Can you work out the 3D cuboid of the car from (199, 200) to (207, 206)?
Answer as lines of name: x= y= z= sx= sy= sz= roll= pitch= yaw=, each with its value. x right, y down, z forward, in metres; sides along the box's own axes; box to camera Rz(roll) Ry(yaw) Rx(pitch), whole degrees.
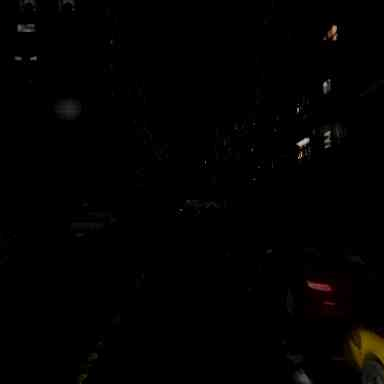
car: x=2.558 y=2.584 z=79.054 sx=1.887 sy=1.381 sz=4.507 roll=1 pitch=-1 yaw=0

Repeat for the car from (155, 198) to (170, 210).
car: x=-5.314 y=2.242 z=56.823 sx=1.752 sy=1.417 sz=4.829 roll=2 pitch=-1 yaw=0

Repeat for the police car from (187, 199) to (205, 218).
police car: x=0.697 y=1.853 z=35.587 sx=1.930 sy=1.638 sz=5.238 roll=0 pitch=-1 yaw=0

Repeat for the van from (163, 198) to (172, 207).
van: x=-5.315 y=2.297 z=73.584 sx=1.690 sy=1.788 sz=3.998 roll=2 pitch=-1 yaw=0

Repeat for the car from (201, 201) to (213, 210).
car: x=2.565 y=2.263 z=56.932 sx=1.887 sy=1.381 sz=4.507 roll=1 pitch=-1 yaw=0

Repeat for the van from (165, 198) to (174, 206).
van: x=-5.318 y=2.381 z=79.115 sx=1.690 sy=1.788 sz=3.998 roll=1 pitch=-1 yaw=0

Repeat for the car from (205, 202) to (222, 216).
car: x=2.571 y=2.018 z=40.514 sx=1.752 sy=1.417 sz=4.829 roll=1 pitch=-1 yaw=0

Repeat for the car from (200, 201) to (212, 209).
car: x=2.563 y=2.346 z=62.463 sx=2.008 sy=1.369 sz=4.403 roll=1 pitch=-1 yaw=0

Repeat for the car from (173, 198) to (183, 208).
car: x=-2.796 y=2.329 z=64.663 sx=1.837 sy=1.490 sz=4.892 roll=0 pitch=-1 yaw=1

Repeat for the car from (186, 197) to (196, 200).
car: x=-0.024 y=2.052 z=71.232 sx=2.150 sy=2.045 sz=5.566 roll=0 pitch=-1 yaw=0

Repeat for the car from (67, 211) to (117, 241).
car: x=-5.300 y=1.735 z=18.119 sx=1.752 sy=1.417 sz=4.829 roll=2 pitch=-1 yaw=0

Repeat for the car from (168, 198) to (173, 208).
car: x=-5.311 y=2.111 z=62.527 sx=2.192 sy=1.841 sz=5.009 roll=2 pitch=-1 yaw=0

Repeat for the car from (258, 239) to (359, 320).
car: x=2.582 y=1.664 z=7.164 sx=1.802 sy=1.307 sz=4.206 roll=1 pitch=-1 yaw=0

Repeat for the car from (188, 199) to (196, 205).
car: x=-0.029 y=2.533 z=86.202 sx=1.882 sy=1.535 sz=5.008 roll=0 pitch=-1 yaw=0

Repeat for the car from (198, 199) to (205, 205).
car: x=2.563 y=2.651 z=90.116 sx=1.967 sy=1.590 sz=4.097 roll=1 pitch=-1 yaw=0

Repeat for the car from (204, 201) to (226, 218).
car: x=2.573 y=1.963 z=34.812 sx=1.887 sy=1.381 sz=4.507 roll=1 pitch=-1 yaw=0

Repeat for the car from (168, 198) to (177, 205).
car: x=-5.321 y=2.527 z=90.175 sx=2.192 sy=1.841 sz=5.009 roll=1 pitch=-1 yaw=0

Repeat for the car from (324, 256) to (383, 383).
car: x=2.585 y=1.547 z=1.805 sx=1.752 sy=1.417 sz=4.829 roll=2 pitch=-1 yaw=0
